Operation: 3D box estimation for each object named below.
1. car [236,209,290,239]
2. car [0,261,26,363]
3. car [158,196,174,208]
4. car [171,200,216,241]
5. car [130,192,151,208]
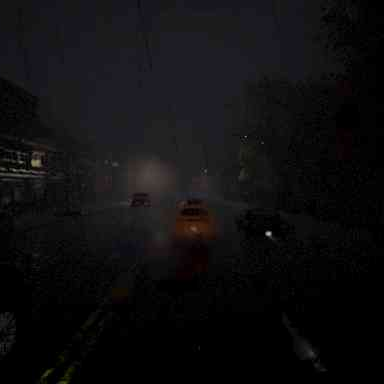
[{"bbox_3d":[3.351,1.513,16.751,1.895,1.301,4.718,0,0,0],"label":"car"},{"bbox_3d":[-3.350,1.476,2.929,2.128,1.511,4.902,0,0,0],"label":"car"},{"bbox_3d":[-3.329,1.294,44.454,1.812,1.442,4.674,0,0,0],"label":"car"},{"bbox_3d":[0.102,1.393,16.202,1.882,1.535,5.008,0,0,0],"label":"car"},{"bbox_3d":[-6.584,0.994,43.190,2.150,2.045,5.566,0,1,0],"label":"car"}]
